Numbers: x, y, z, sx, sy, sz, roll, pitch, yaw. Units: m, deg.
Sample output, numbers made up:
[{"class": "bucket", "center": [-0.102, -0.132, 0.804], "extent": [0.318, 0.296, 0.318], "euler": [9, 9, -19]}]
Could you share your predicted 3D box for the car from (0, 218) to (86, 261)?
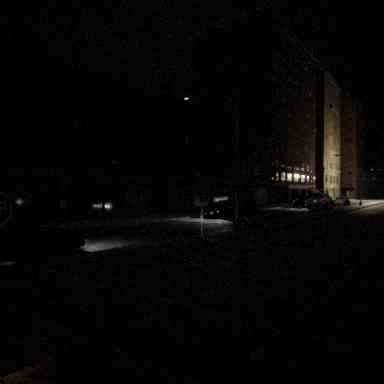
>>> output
[{"class": "car", "center": [-6.135, 1.528, 10.642], "extent": [2.033, 1.411, 5.357], "euler": [0, 0, 36]}]

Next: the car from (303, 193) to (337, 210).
[{"class": "car", "center": [16.253, 1.136, 41.943], "extent": [2.150, 2.045, 5.566], "euler": [0, 0, 35]}]

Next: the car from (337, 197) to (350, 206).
[{"class": "car", "center": [23.360, 1.432, 51.886], "extent": [1.812, 1.442, 4.674], "euler": [0, 0, 36]}]

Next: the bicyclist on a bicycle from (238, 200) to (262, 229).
[{"class": "bicyclist on a bicycle", "center": [3.162, 1.268, 18.644], "extent": [1.656, 1.620, 0.582], "euler": [0, 0, 36]}]

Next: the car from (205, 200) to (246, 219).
[{"class": "car", "center": [2.961, 1.440, 28.430], "extent": [1.837, 1.490, 4.892], "euler": [0, 0, 36]}]

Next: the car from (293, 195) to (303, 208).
[{"class": "car", "center": [15.488, 1.255, 45.777], "extent": [2.097, 1.767, 4.553], "euler": [0, 0, 36]}]
